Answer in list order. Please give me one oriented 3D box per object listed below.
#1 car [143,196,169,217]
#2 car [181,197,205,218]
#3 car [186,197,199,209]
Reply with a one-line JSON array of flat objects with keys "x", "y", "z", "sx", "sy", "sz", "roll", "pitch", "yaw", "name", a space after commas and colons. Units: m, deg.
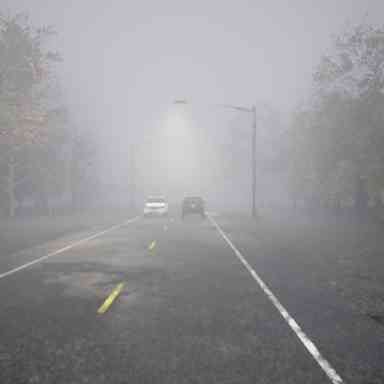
[{"x": -3.582, "y": 1.466, "z": 34.158, "sx": 2.150, "sy": 2.045, "sz": 5.566, "roll": 0, "pitch": 0, "yaw": 0, "name": "car"}, {"x": 0.099, "y": 1.459, "z": 33.111, "sx": 2.150, "sy": 2.045, "sz": 5.566, "roll": 0, "pitch": 0, "yaw": 0, "name": "car"}, {"x": 0.102, "y": 1.734, "z": 53.556, "sx": 2.097, "sy": 1.767, "sz": 4.553, "roll": 0, "pitch": 0, "yaw": 0, "name": "car"}]
